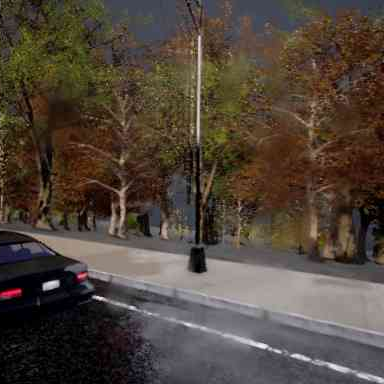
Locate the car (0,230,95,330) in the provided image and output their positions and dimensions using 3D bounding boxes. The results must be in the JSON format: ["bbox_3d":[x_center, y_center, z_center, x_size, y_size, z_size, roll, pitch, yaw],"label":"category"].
[{"bbox_3d":[-4.268,1.510,6.729,5.357,1.411,2.033,0,0,36],"label":"car"}]
